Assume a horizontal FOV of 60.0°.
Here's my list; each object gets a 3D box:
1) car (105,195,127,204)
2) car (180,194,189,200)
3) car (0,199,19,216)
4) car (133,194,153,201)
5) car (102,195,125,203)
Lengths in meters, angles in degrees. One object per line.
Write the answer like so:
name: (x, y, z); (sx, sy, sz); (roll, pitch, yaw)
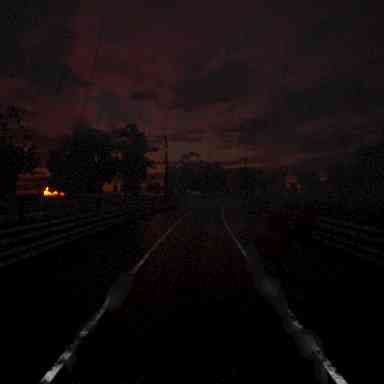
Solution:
car: (-13.879, 1.279, 60.848); (1.837, 1.490, 4.892); (0, 0, 16)
car: (-2.017, 1.355, 76.499); (1.994, 1.385, 4.181); (0, 0, 17)
car: (-15.622, 1.210, 25.733); (1.837, 1.490, 4.892); (0, 0, 13)
car: (-8.088, 1.115, 55.555); (2.097, 1.767, 4.553); (0, 0, 15)
car: (-12.544, 1.286, 52.462); (1.812, 1.442, 4.674); (0, 0, 15)
